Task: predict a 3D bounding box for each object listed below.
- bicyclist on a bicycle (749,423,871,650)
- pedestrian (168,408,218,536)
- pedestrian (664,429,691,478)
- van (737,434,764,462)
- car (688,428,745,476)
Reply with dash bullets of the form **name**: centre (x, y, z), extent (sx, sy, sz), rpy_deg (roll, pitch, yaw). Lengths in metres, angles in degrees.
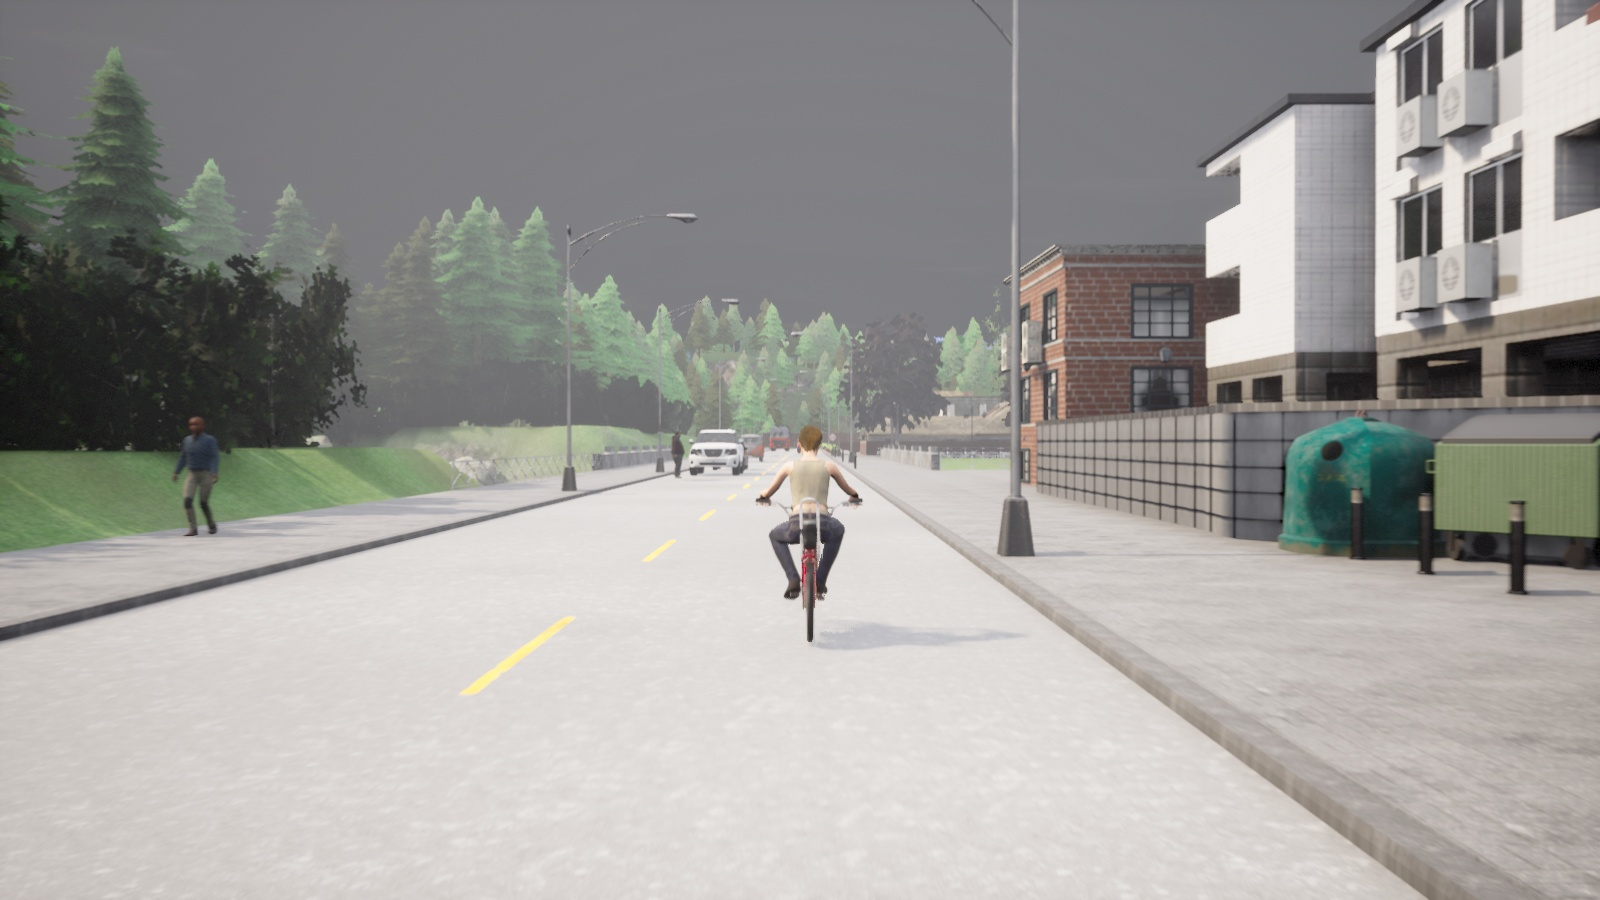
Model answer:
- **bicyclist on a bicycle**: centre (0.073, 0.611, 9.701), extent (0.866, 1.612, 1.509), rpy_deg (0, 0, 0)
- **pedestrian**: centre (-8.820, 0.313, 18.264), extent (0.370, 1.835, 0.726), rpy_deg (0, 0, 0)
- **pedestrian**: centre (-4.648, 0.113, 47.643), extent (0.899, 1.844, 0.634), rpy_deg (0, 0, 11)
- **van**: centre (-3.527, -0.173, 90.218), extent (1.775, 1.987, 4.442), rpy_deg (0, 0, 0)
- **car**: centre (-3.695, 0.045, 56.280), extent (2.150, 2.045, 5.566), rpy_deg (0, 0, 0)
